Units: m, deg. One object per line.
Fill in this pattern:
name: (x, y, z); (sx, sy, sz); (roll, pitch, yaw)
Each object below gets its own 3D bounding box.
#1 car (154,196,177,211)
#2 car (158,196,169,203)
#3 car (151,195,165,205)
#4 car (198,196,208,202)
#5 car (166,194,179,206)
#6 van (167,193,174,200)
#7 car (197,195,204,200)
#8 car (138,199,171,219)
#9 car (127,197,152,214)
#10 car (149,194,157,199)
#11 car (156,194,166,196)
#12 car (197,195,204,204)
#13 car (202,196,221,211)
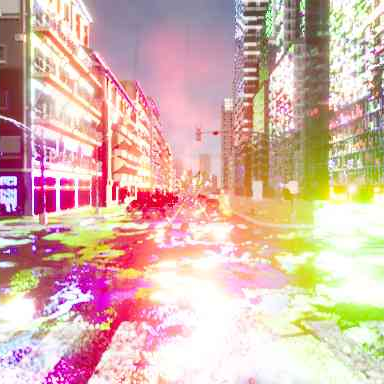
car: (-3.195, 1.549, 40.597); (1.994, 1.385, 4.181); (0, 0, 0)
car: (-5.873, 1.566, 69.321); (1.802, 1.307, 4.206); (-1, 0, 0)
car: (-5.846, 1.424, 58.022); (1.967, 1.590, 4.097); (-1, 0, 0)
car: (2.460, 1.529, 75.048); (1.887, 1.381, 4.507); (-1, 0, 0)
car: (-3.210, 1.475, 54.391); (2.128, 1.511, 4.902); (0, 0, 0)
van: (-5.932, 1.327, 91.915); (1.690, 1.788, 3.998); (-1, 0, 0)
car: (2.417, 1.512, 92.165); (1.752, 1.417, 4.829); (-1, 0, 0)
car: (-3.171, 1.553, 29.212); (1.994, 1.385, 4.181); (0, 0, 0)
car: (-5.788, 1.531, 35.427); (1.887, 1.381, 4.507); (-1, 0, 0)
car: (-5.804, 1.425, 41.076); (1.967, 1.590, 4.097); (-1, 0, 0)
car: (-5.834, 1.299, 52.374); (2.192, 1.841, 5.009); (-1, 0, 0)
car: (2.488, 1.535, 63.749); (2.008, 1.369, 4.403); (-1, 0, 0)
car: (2.544, 1.530, 41.154); (1.887, 1.381, 4.507); (-1, 0, 0)
